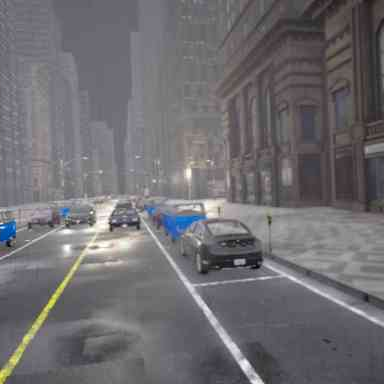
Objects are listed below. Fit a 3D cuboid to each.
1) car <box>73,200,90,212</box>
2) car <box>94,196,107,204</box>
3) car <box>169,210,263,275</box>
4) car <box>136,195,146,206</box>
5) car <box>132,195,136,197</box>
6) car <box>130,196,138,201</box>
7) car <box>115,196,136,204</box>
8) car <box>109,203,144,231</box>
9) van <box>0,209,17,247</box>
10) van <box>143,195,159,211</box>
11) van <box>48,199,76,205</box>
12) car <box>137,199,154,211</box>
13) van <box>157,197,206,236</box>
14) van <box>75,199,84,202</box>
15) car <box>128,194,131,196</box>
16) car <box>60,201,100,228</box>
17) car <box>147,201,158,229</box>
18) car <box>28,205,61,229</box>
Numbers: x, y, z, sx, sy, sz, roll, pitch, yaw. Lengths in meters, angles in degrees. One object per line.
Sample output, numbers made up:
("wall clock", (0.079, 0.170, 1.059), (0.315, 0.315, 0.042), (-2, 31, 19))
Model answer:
("car", (-15.592, 1.978, 47.212), (1.752, 1.417, 4.829), (-3, 0, -12))
("car", (-22.194, 1.908, 79.326), (2.192, 1.841, 5.009), (-3, 0, -12))
("car", (0.707, 1.463, 10.172), (2.008, 1.369, 4.403), (-3, 0, -12))
("car", (-5.007, 1.464, 37.979), (1.967, 1.590, 4.097), (-3, 0, -12))
("car", (-7.296, 1.386, 49.101), (2.192, 1.841, 5.009), (-3, 0, -12))
("car", (-16.111, 1.804, 92.101), (1.887, 1.381, 4.507), (-3, 0, -12))
("car", (-7.857, 1.627, 38.541), (1.882, 1.535, 5.008), (-3, 0, -11))
("car", (-4.375, 1.681, 21.629), (1.895, 1.301, 4.718), (-3, 0, -11))
("van", (-8.785, 1.658, 14.009), (1.690, 1.788, 3.998), (-3, 0, -12))
("van", (-2.728, 1.319, 26.855), (1.690, 1.788, 3.998), (-3, 0, -12))
("van", (-12.210, 1.726, 30.694), (1.690, 1.788, 3.998), (-3, 0, -12))
("car", (-6.142, 1.629, 43.541), (1.802, 1.307, 4.206), (-3, 0, -12))
("van", (-0.445, 1.275, 15.733), (1.690, 1.788, 3.998), (-3, 0, -12))
("van", (-14.493, 1.772, 41.816), (1.690, 1.788, 3.998), (-3, 0, -12))
("car", (-14.977, 1.785, 86.576), (2.008, 1.369, 4.403), (-3, 0, -12))
("car", (-8.134, 1.737, 24.612), (1.837, 1.490, 4.892), (-3, 0, -12))
("car", (-1.577, 1.501, 21.295), (1.887, 1.381, 4.507), (-3, 0, -12))
("car", (-11.057, 1.943, 25.133), (1.802, 1.307, 4.206), (-3, 0, -12))
